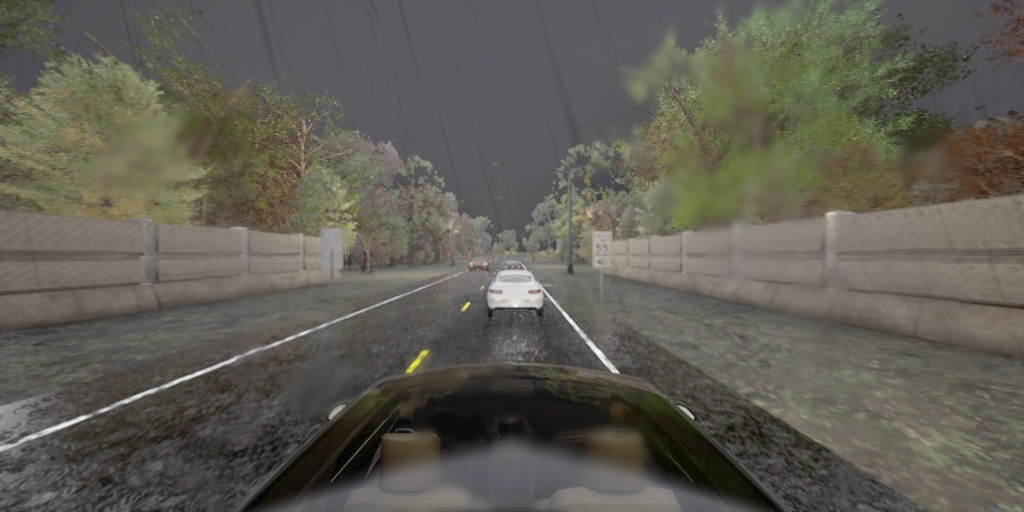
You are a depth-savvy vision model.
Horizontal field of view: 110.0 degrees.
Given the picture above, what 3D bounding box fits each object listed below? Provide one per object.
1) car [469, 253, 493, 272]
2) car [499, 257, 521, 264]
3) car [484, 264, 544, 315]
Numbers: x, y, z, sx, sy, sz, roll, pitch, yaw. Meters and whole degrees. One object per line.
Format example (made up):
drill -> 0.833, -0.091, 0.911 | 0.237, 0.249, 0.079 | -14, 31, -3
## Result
car -> -3.576, 0.819, 39.981 | 2.097, 1.767, 4.553 | 0, 1, 0
car -> 0.075, 1.053, 35.405 | 2.033, 1.411, 5.357 | 0, 1, 0
car -> 0.104, 1.200, 12.955 | 1.812, 1.442, 4.674 | 0, 0, 0
